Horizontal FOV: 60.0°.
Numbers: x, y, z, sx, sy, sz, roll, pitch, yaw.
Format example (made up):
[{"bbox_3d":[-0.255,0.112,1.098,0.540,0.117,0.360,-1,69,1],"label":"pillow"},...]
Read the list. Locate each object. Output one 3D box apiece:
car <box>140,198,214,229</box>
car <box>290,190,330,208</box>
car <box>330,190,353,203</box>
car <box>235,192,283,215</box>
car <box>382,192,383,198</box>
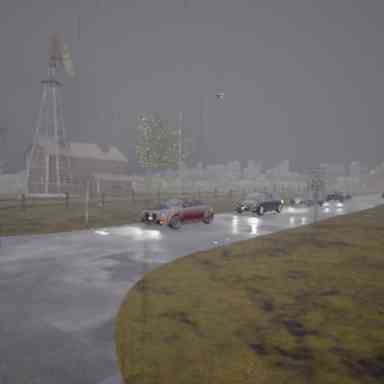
[{"bbox_3d":[-0.699,1.020,17.313,1.994,1.385,4.181,3,3,40],"label":"car"},{"bbox_3d":[10.914,0.574,31.378,2.128,1.511,4.902,3,3,40],"label":"car"},{"bbox_3d":[17.311,0.471,39.119,1.895,1.301,4.718,3,3,40],"label":"car"},{"bbox_3d":[4.942,0.782,24.134,1.837,1.490,4.892,3,3,39],"label":"car"},{"bbox_3d":[30.050,0.190,50.023,1.994,1.385,4.181,3,3,40],"label":"car"}]
